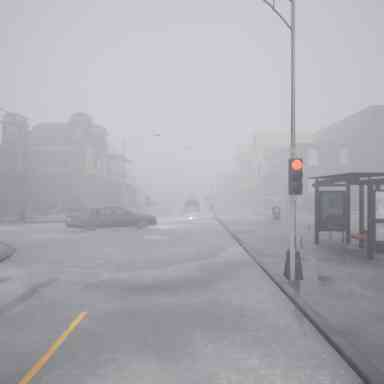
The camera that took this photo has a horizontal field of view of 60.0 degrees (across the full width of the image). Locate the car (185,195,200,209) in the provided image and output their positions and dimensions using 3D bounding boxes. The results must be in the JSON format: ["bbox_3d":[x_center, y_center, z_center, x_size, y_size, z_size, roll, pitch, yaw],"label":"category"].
[{"bbox_3d":[0.035,1.500,44.107,1.837,1.490,4.892,0,0,0],"label":"car"}]

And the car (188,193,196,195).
[{"bbox_3d":[-0.077,1.217,71.225,2.150,2.045,5.566,0,0,0],"label":"car"}]

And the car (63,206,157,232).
[{"bbox_3d":[-4.841,1.546,19.914,5.357,1.411,2.033,0,0,-27],"label":"car"}]
